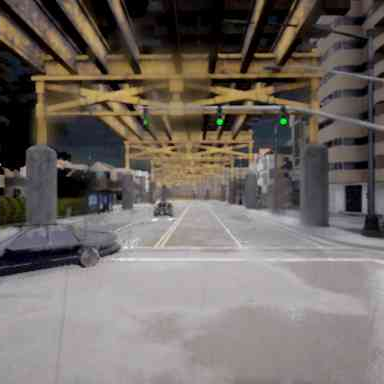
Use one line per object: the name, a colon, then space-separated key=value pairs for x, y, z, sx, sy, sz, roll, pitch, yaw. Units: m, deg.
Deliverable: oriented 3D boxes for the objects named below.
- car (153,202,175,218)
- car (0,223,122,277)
car: x=-2.843 y=1.810 z=34.154 sx=1.837 sy=1.490 sz=4.892 roll=0 pitch=0 yaw=1
car: x=-4.694 y=1.654 z=9.843 sx=2.033 sy=1.411 sz=5.357 roll=0 pitch=0 yaw=42
